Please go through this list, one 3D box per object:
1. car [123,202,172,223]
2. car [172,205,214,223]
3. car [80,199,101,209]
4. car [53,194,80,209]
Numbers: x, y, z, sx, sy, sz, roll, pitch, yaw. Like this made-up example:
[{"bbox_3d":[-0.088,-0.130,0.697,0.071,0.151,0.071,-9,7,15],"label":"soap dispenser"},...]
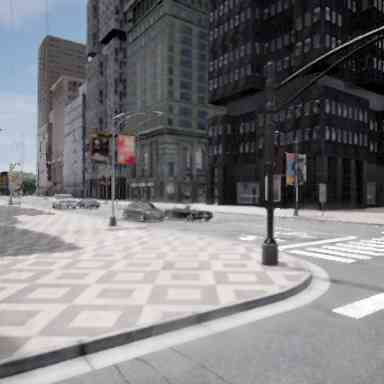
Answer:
[{"bbox_3d":[-3.911,1.595,26.736,1.837,1.490,4.892,0,0,-35],"label":"car"},{"bbox_3d":[-0.292,1.713,27.247,1.895,1.301,4.718,0,0,-35],"label":"car"},{"bbox_3d":[-14.927,1.663,48.053,2.033,1.411,5.357,0,0,-35],"label":"car"},{"bbox_3d":[-17.916,1.321,46.663,2.150,2.045,5.566,0,-1,-35],"label":"car"}]
